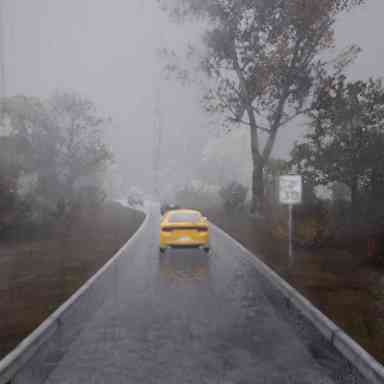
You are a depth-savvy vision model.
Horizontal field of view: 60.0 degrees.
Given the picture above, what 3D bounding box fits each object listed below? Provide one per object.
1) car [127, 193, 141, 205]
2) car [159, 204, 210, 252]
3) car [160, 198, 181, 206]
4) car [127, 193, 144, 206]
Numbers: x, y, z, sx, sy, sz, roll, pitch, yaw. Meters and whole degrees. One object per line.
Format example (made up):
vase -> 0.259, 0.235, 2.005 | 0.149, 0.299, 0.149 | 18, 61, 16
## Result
car -> -11.010, 1.286, 63.093 | 2.150, 2.045, 5.566 | 0, 0, -14
car -> -0.360, 1.491, 14.041 | 1.882, 1.535, 5.008 | 0, 0, -3
car -> -2.199, 1.386, 34.187 | 2.097, 1.767, 4.553 | 0, 0, -7
car -> -9.249, 1.404, 55.313 | 2.097, 1.767, 4.553 | 0, 0, -13
